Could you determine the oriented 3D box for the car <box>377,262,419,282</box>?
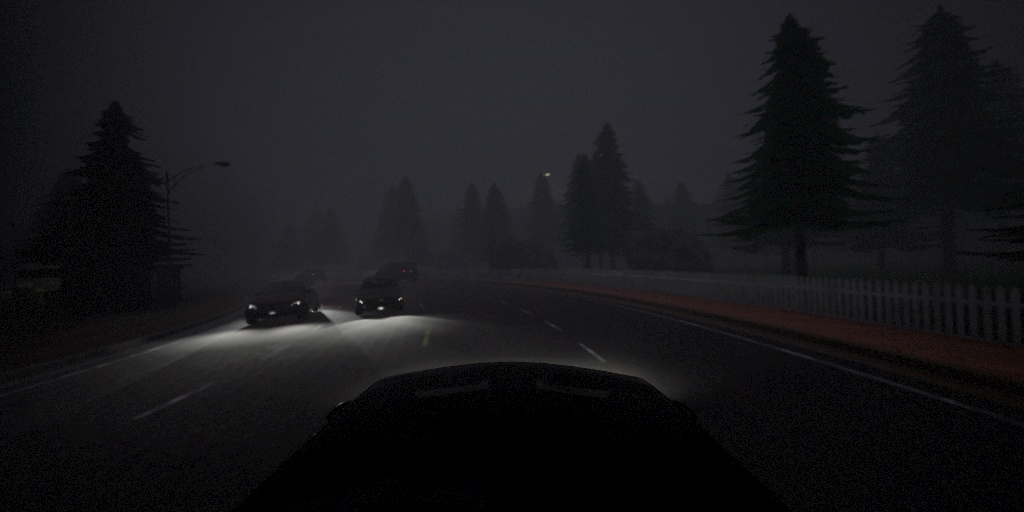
[{"bbox_3d":[-11.610,1.657,36.103,5.566,2.045,2.150,-3,0,43],"label":"car"}]

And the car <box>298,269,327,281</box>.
[{"bbox_3d":[-26.083,2.471,46.558,4.553,1.767,2.097,-3,0,34],"label":"car"}]

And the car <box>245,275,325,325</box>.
[{"bbox_3d":[-9.090,1.743,14.569,1.812,1.442,4.674,-2,-1,-20],"label":"car"}]

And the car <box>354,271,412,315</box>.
[{"bbox_3d":[-5.863,1.630,15.953,2.033,1.411,5.357,-2,0,-21],"label":"car"}]
